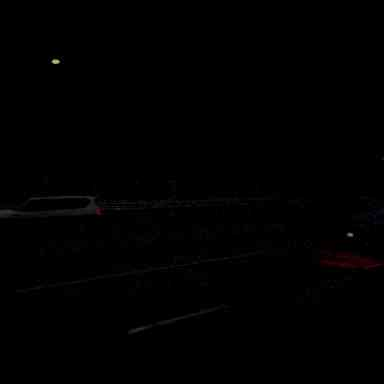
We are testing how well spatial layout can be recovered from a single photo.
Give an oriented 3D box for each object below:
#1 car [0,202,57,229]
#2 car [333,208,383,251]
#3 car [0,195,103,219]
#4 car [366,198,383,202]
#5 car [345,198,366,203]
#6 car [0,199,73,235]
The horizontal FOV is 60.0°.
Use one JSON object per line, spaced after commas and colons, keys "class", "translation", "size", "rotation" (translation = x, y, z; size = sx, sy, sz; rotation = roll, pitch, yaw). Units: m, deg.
{"class": "car", "translation": [-11.590, 1.461, 21.520], "size": [5.008, 1.535, 1.882], "rotation": [0, 0, -35]}
{"class": "car", "translation": [7.809, 1.404, 13.612], "size": [5.008, 1.535, 1.882], "rotation": [0, 0, -35]}
{"class": "car", "translation": [-7.134, 1.202, 16.082], "size": [5.566, 2.045, 2.150], "rotation": [0, 0, -36]}
{"class": "car", "translation": [25.313, 1.444, 43.510], "size": [4.718, 1.301, 1.895], "rotation": [0, 0, -35]}
{"class": "car", "translation": [23.287, 1.444, 46.359], "size": [4.718, 1.301, 1.895], "rotation": [0, 0, -35]}
{"class": "car", "translation": [-9.379, 1.334, 18.799], "size": [4.553, 1.767, 2.097], "rotation": [0, 0, -35]}
